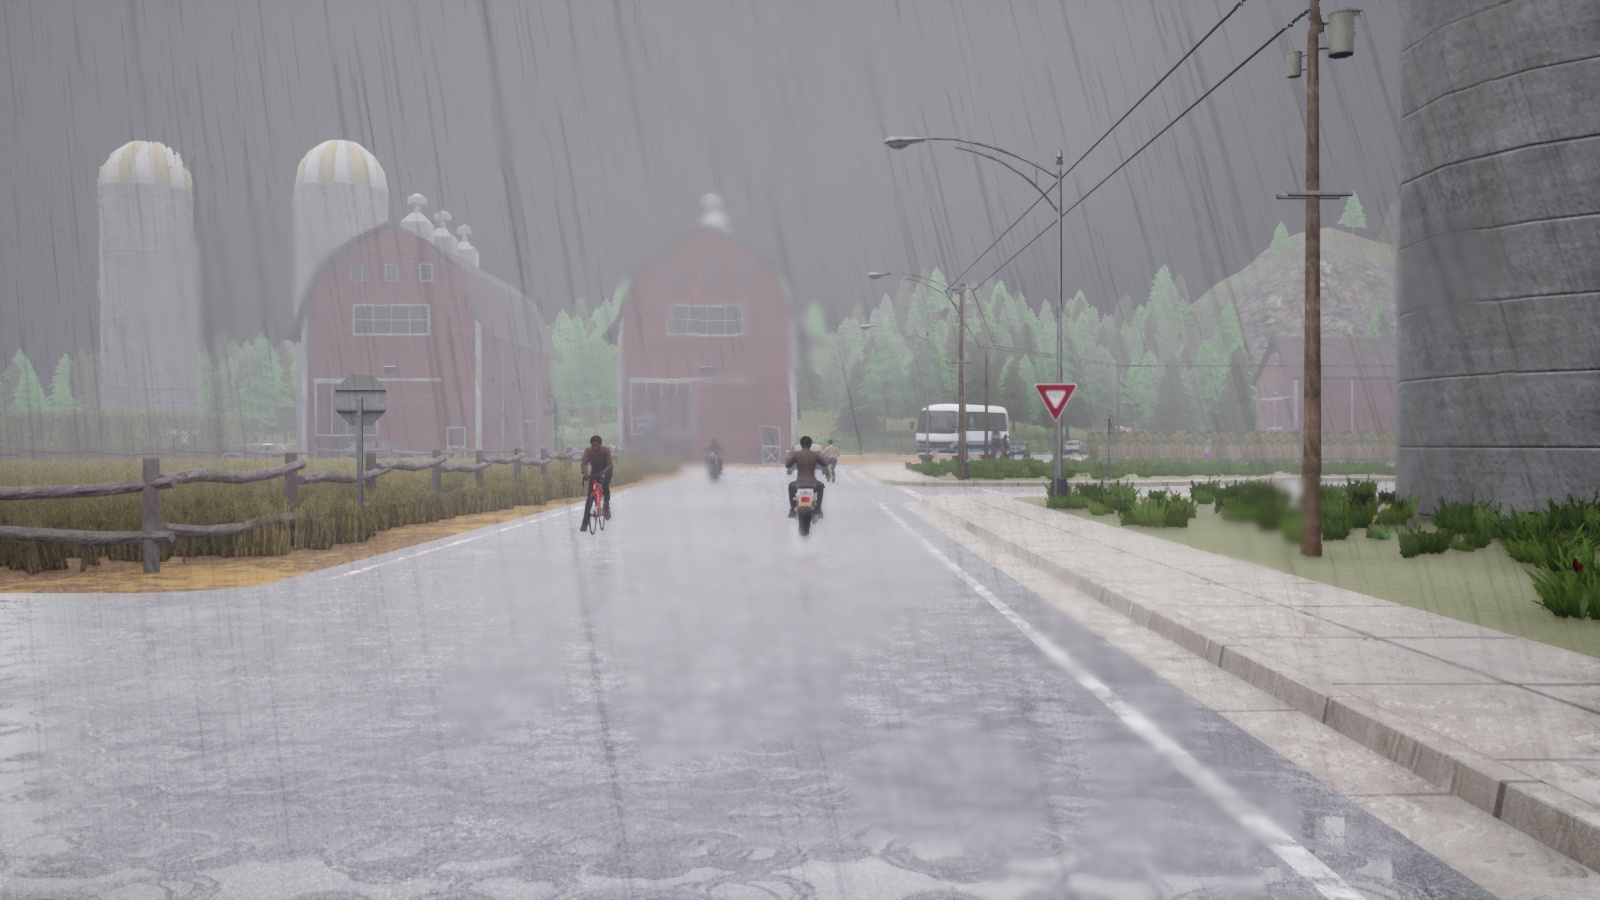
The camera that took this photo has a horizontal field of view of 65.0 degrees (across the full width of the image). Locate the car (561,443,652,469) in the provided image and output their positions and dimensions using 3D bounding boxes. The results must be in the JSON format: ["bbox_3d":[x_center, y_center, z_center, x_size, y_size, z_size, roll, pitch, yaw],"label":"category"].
[{"bbox_3d":[-11.110,0.329,72.214,4.792,1.488,2.163,0,0,4],"label":"car"}]

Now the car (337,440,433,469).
[{"bbox_3d":[-23.707,0.251,71.921,4.856,1.649,2.033,0,0,-3],"label":"car"}]

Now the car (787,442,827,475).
[{"bbox_3d":[0.345,0.382,60.603,1.882,1.535,5.008,0,1,1],"label":"car"}]

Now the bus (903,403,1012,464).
[{"bbox_3d":[11.833,-1.256,93.185,3.944,4.253,10.273,1,1,32],"label":"bus"}]

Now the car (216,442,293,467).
[{"bbox_3d":[-32.529,0.262,74.970,3.806,1.475,1.970,0,0,-3],"label":"car"}]

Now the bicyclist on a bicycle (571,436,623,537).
[{"bbox_3d":[-3.367,0.579,20.907,0.582,1.620,1.656,0,1,0],"label":"bicyclist on a bicycle"}]

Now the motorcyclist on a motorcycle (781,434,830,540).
[{"bbox_3d":[0.109,0.580,20.809,0.766,1.649,2.350,0,0,1],"label":"motorcyclist on a motorcycle"}]

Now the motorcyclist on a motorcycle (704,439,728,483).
[{"bbox_3d":[-3.215,0.422,48.121,0.766,1.649,2.350,0,0,0],"label":"motorcyclist on a motorcycle"}]
